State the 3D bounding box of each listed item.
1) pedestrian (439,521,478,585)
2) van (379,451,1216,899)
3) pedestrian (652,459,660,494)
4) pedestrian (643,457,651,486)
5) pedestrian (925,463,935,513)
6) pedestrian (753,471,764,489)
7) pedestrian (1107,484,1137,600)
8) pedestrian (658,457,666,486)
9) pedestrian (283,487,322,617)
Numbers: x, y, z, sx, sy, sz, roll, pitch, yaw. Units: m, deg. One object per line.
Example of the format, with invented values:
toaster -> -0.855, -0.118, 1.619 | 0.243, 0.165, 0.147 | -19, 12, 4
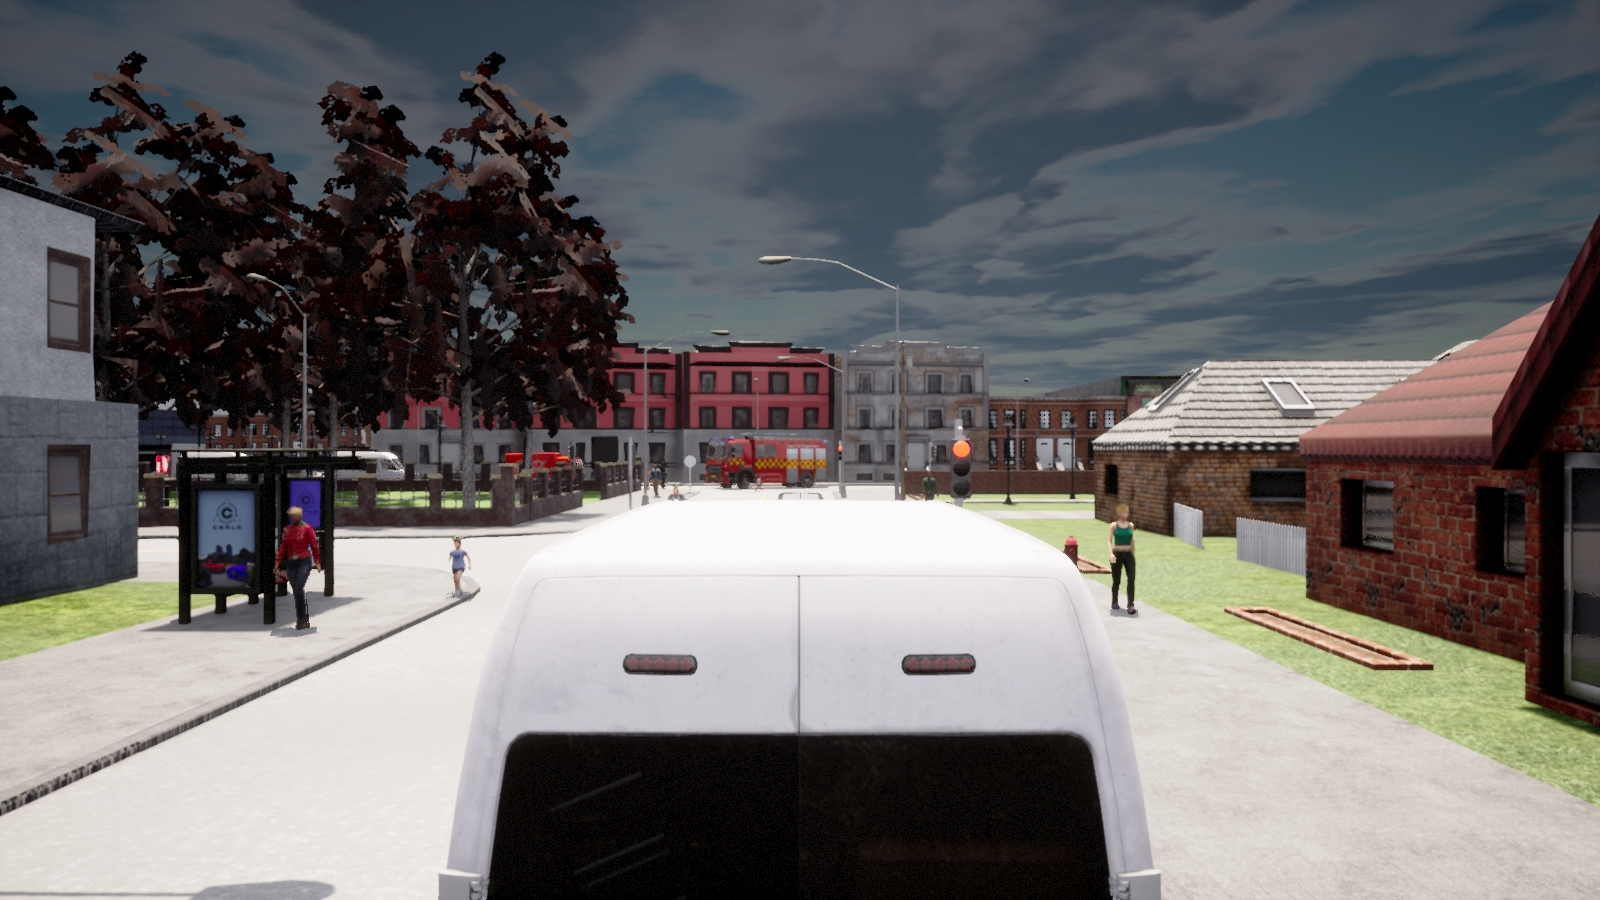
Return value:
pedestrian -> -6.184, 1.862, 20.700 | 0.500, 1.100, 0.500 | 0, 0, 8
van -> -0.007, 1.301, 5.677 | 1.988, 2.561, 5.915 | 0, 0, 0
pedestrian -> -7.691, 1.409, 61.134 | 0.375, 1.860, 0.375 | 0, 0, 4
pedestrian -> -9.809, 1.383, 73.316 | 0.375, 1.860, 0.375 | 0, 0, 12
pedestrian -> 4.927, 1.439, 43.422 | 0.375, 1.860, 0.375 | 0, 0, 5
pedestrian -> -2.576, 1.872, 71.602 | 0.500, 1.100, 0.500 | 0, 0, 28
pedestrian -> 5.238, 1.486, 18.611 | 0.375, 1.860, 0.375 | 0, 0, -2
pedestrian -> -9.023, 1.383, 74.577 | 0.375, 1.860, 0.375 | 0, 0, 37
pedestrian -> -7.280, 1.483, 16.727 | 0.375, 1.860, 0.375 | 0, 0, 5
